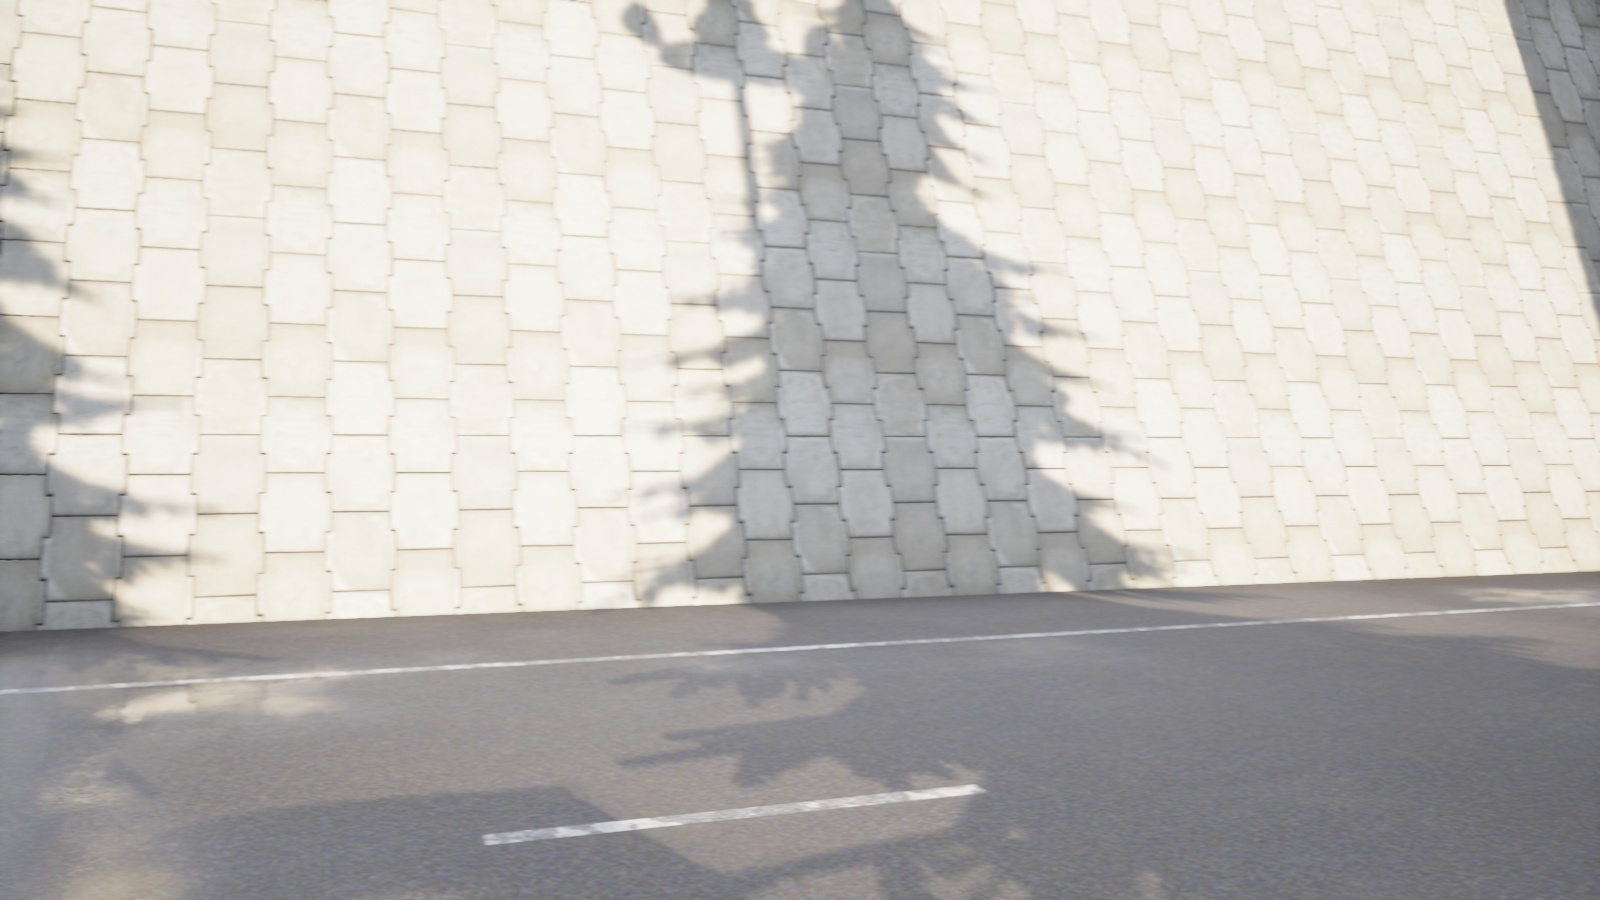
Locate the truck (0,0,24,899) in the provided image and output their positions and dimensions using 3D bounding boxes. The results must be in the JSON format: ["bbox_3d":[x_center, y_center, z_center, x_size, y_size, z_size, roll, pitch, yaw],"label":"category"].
[{"bbox_3d":[-5.611,-0.141,1.097,7.936,3.462,2.891,-1,1,-21],"label":"truck"}]
